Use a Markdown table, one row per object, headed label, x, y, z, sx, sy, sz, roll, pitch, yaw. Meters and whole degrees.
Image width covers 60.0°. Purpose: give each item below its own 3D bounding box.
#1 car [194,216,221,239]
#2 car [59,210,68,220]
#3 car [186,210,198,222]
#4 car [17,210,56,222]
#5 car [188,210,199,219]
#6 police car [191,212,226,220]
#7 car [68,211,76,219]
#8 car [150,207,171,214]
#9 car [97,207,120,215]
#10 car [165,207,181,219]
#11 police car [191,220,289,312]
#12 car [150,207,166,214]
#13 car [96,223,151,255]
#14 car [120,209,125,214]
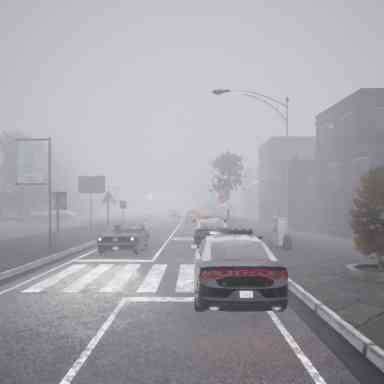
| label | x | y | z | sx | sy | sz | roll | pitch | yaw |
| --- | --- | --- | --- | --- | --- | --- | --- | --- | --- |
| car | 1.064 | 2.527 | 24.551 | 1.812 | 1.442 | 4.674 | 0 | -2 | 0 |
| car | -21.747 | 3.496 | 49.440 | 4.892 | 1.521 | 2.231 | 0 | -2 | 0 |
| car | 0.210 | 3.278 | 46.665 | 2.097 | 1.767 | 4.553 | 0 | -2 | 1 |
| car | -21.767 | 3.397 | 46.165 | 4.674 | 1.452 | 2.002 | 0 | -2 | 0 |
| car | 0.252 | 4.033 | 60.097 | 2.033 | 1.411 | 5.357 | 0 | -2 | 0 |
| police car | 1.037 | 2.179 | 18.665 | 1.930 | 1.638 | 5.238 | 0 | -2 | 0 |
| car | -21.741 | 3.632 | 52.711 | 5.008 | 1.535 | 2.097 | 0 | -2 | 0 |
| car | -8.485 | 4.964 | 89.818 | 5.566 | 2.045 | 2.435 | 0 | -3 | 0 |
| car | -21.560 | 4.965 | 84.316 | 5.008 | 1.535 | 2.097 | 0 | -2 | 0 |
| car | -3.007 | 3.754 | 58.093 | 2.097 | 1.767 | 4.553 | 0 | -2 | 0 |
| police car | 0.999 | 1.766 | 8.664 | 1.930 | 1.638 | 5.238 | 0 | -2 | 0 |
| car | -8.465 | 5.087 | 87.008 | 4.892 | 1.521 | 2.231 | 0 | -3 | 0 |
| car | -3.306 | 2.258 | 16.747 | 1.895 | 1.301 | 4.718 | -1 | -3 | 1 |
| car | -21.541 | 5.219 | 89.878 | 5.008 | 1.535 | 2.097 | 0 | -3 | 0 |
